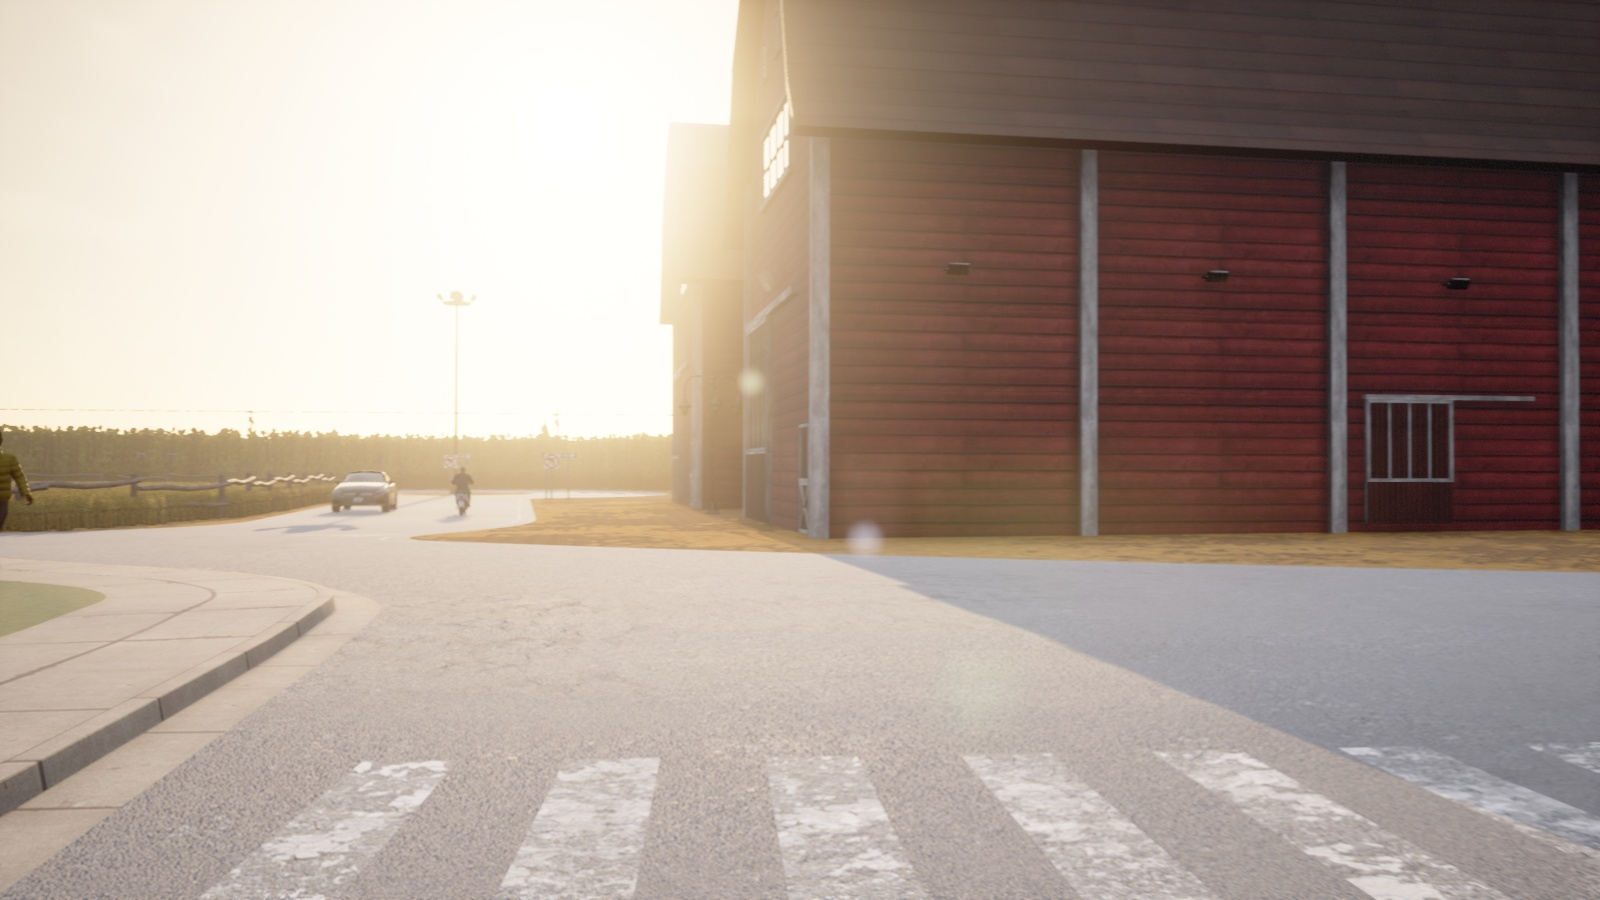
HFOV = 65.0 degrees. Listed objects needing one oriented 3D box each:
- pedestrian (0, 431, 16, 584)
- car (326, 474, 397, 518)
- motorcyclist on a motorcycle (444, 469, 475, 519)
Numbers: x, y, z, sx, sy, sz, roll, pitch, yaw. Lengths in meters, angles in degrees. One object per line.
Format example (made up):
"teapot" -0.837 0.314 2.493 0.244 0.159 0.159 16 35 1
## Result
"pedestrian" -9.879 0.696 15.275 0.709 1.840 0.431 -1 -1 45
"car" -15.358 1.563 44.167 1.812 1.442 4.674 0 -1 -13
"motorcyclist on a motorcycle" -11.146 1.425 41.196 0.866 1.590 1.817 0 -1 -11
